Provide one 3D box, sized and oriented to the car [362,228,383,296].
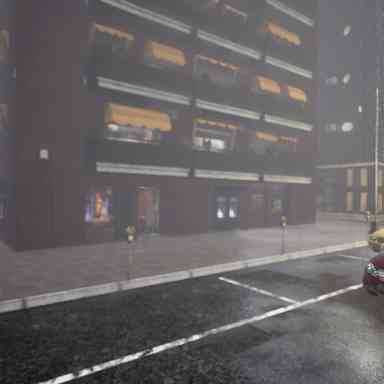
[{"bbox_3d":[5.731,1.525,7.470,4.674,1.442,1.812,0,0,-36],"label":"car"}]
